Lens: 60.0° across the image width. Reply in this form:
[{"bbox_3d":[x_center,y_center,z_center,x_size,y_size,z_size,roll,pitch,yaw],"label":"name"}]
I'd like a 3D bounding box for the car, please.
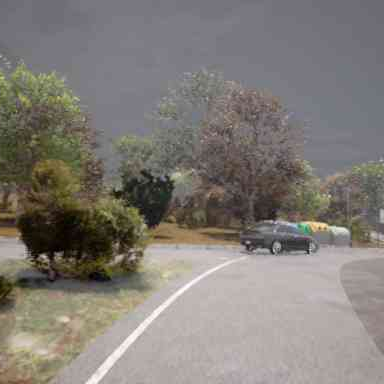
[{"bbox_3d":[4.646,2.461,17.427,4.892,1.490,1.837,8,-8,-36],"label":"car"}]
